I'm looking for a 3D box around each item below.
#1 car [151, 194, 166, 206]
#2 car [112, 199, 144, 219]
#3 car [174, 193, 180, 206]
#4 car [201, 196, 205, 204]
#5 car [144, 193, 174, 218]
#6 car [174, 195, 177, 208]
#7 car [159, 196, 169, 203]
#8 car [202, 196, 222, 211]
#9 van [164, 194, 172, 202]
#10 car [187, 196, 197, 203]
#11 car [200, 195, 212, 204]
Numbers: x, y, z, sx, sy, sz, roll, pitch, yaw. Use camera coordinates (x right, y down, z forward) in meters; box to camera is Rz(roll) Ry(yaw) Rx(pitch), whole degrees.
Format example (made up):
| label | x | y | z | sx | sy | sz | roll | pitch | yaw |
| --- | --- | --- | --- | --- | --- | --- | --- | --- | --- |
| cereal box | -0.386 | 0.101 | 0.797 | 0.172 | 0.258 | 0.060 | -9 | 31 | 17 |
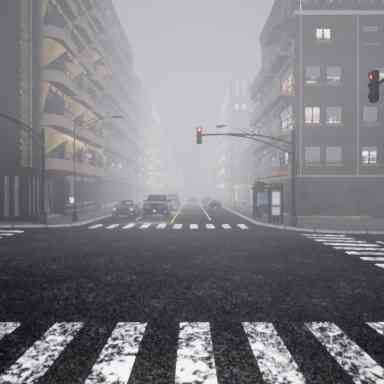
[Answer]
| label | x | y | z | sx | sy | sz | roll | pitch | yaw |
| --- | --- | --- | --- | --- | --- | --- | --- | --- | --- |
| car | -5.737 | 1.312 | 57.333 | 2.192 | 1.841 | 5.009 | 0 | 0 | 0 |
| car | -5.715 | 1.438 | 29.140 | 1.967 | 1.590 | 4.097 | 0 | 0 | 0 |
| car | -3.121 | 1.216 | 54.137 | 2.150 | 2.045 | 5.566 | 0 | 0 | 0 |
| car | 2.653 | 1.542 | 46.057 | 1.887 | 1.381 | 4.507 | 0 | 0 | 0 |
| car | -3.123 | 1.219 | 30.342 | 2.150 | 2.045 | 5.566 | 0 | 0 | 0 |
| car | -3.128 | 1.502 | 40.456 | 1.837 | 1.490 | 4.892 | 0 | 0 | 0 |
| car | -5.744 | 1.522 | 68.441 | 1.752 | 1.417 | 4.829 | 0 | 0 | 0 |
| car | 2.657 | 1.548 | 40.419 | 2.008 | 1.369 | 4.403 | 0 | 0 | 0 |
| van | -5.753 | 1.337 | 79.889 | 1.690 | 1.788 | 3.998 | 0 | 0 | 0 |
| car | 0.046 | 1.561 | 69.642 | 1.994 | 1.385 | 4.181 | 0 | 0 | 0 |
| car | 2.640 | 1.437 | 62.974 | 1.967 | 1.590 | 4.097 | 0 | 0 | 0 |
